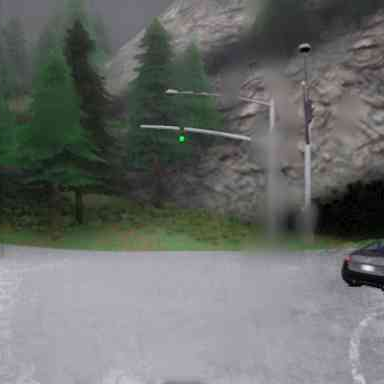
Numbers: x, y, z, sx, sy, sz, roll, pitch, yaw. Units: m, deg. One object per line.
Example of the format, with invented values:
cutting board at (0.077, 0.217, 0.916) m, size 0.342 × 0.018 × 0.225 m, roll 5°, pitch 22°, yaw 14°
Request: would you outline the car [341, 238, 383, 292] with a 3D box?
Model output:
car at (6.133, 1.921, 9.091) m, size 4.181 × 1.385 × 1.994 m, roll 2°, pitch -4°, yaw -26°
